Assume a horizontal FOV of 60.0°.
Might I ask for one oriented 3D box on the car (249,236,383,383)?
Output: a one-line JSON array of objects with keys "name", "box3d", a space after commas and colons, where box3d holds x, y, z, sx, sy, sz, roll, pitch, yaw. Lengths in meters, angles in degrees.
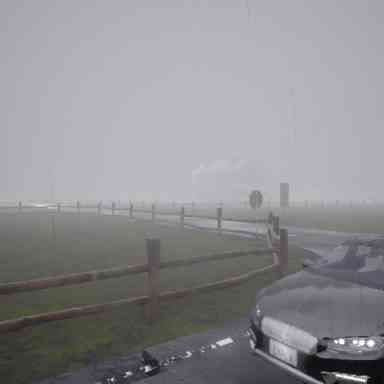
[{"name": "car", "box3d": [2.995, 1.493, 5.066, 4.902, 1.511, 2.128, 0, 0, -35]}]
